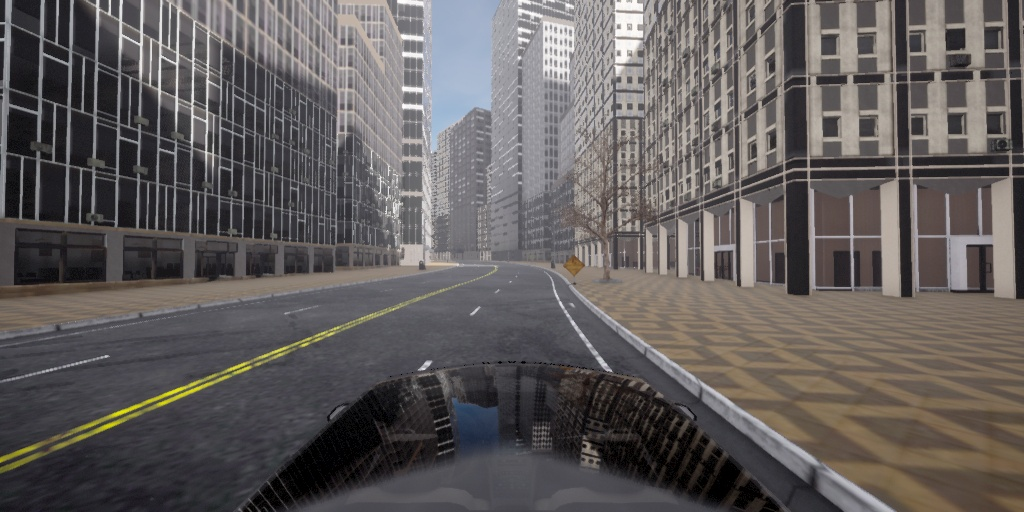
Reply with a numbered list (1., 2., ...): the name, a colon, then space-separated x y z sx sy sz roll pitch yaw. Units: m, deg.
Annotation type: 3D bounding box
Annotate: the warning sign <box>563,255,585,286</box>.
1. warning sign: 3.794 0.865 21.773 1.300 1.860 1.060 0 0 5
